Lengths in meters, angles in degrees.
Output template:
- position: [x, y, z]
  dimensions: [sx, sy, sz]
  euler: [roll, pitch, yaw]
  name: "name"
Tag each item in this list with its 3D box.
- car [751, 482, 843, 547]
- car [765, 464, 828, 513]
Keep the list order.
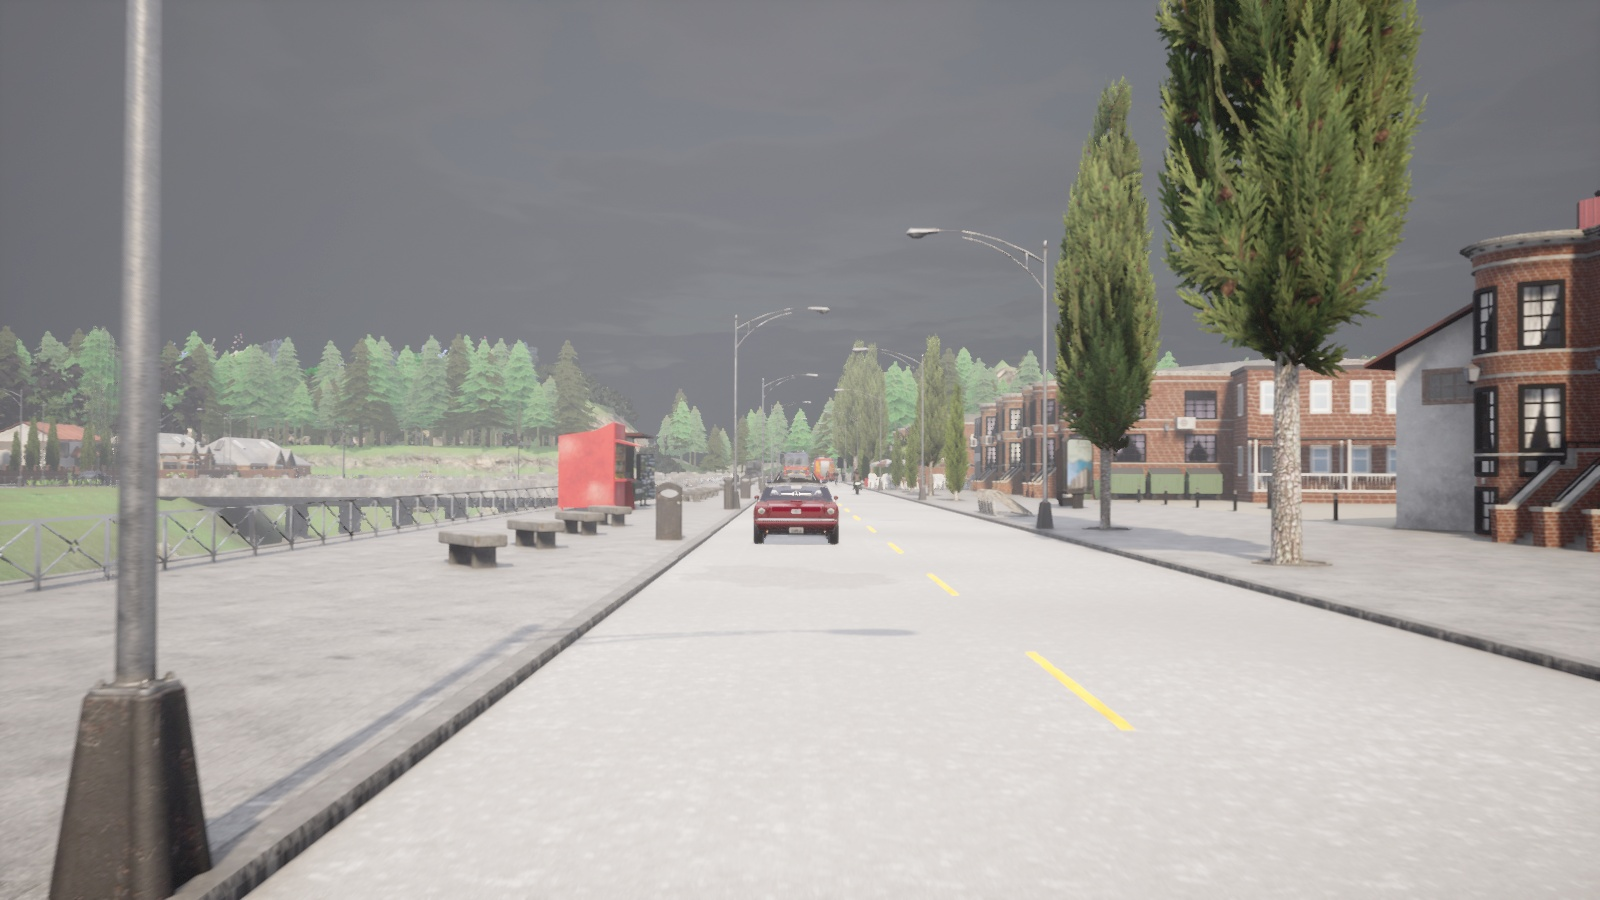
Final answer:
- position: [-0.073, 1.389, 28.292]
  dimensions: [1.895, 1.301, 4.718]
  euler: [0, -1, 0]
  name: "car"
- position: [-0.119, 1.355, 45.479]
  dimensions: [2.152, 1.651, 5.027]
  euler: [0, -1, 0]
  name: "car"
